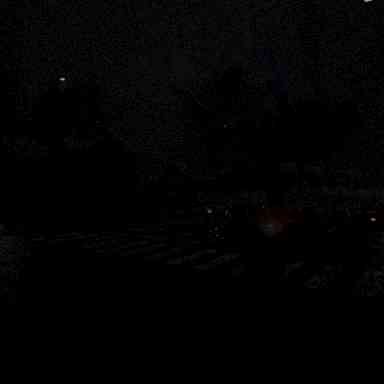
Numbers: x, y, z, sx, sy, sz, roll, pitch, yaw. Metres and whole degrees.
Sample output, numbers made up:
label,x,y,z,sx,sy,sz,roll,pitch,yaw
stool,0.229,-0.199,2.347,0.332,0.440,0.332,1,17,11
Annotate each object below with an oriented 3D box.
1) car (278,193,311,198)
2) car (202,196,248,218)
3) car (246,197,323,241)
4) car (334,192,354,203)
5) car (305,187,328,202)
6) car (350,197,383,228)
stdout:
label,x,y,z,sx,sy,sz,roll,pitch,yaw
car,7.335,1.085,26.017,2.033,1.411,5.357,1,1,35
car,2.618,1.045,24.957,2.128,1.511,4.902,1,1,35
car,4.475,1.227,15.471,1.882,1.535,5.008,1,1,32
car,20.428,0.692,44.504,1.812,1.442,4.674,1,1,36
car,16.832,0.378,45.057,2.150,2.045,5.566,1,1,36
car,10.375,1.171,18.555,1.882,1.535,5.008,1,1,34
